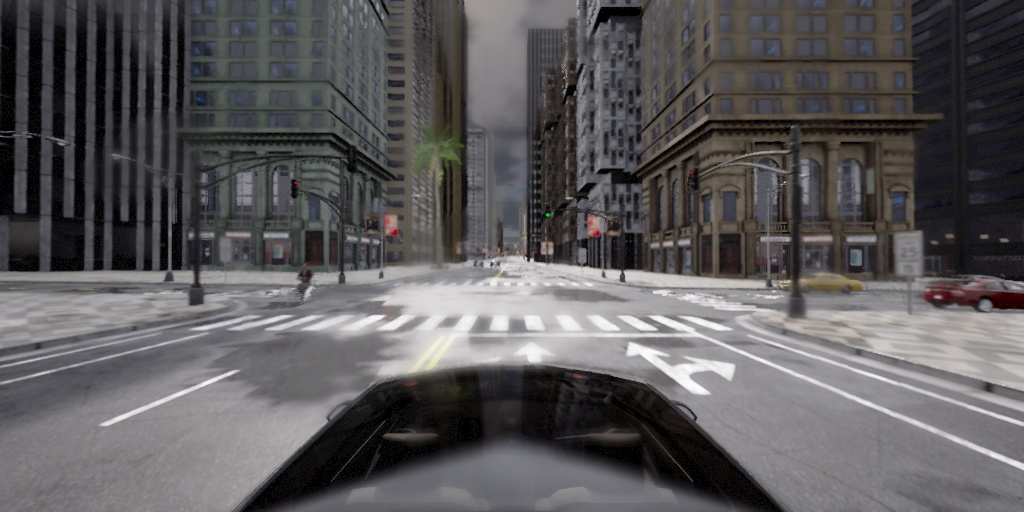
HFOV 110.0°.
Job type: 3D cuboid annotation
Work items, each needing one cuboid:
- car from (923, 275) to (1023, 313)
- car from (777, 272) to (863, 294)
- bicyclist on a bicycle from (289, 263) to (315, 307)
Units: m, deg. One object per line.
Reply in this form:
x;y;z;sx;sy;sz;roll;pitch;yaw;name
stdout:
20.720;1.697;15.539;4.507;1.381;1.888;0;0;0;car
20.578;1.775;24.067;4.829;1.417;1.751;0;0;0;car
-8.757;1.183;14.998;0.659;1.776;1.843;0;1;0;bicyclist on a bicycle
